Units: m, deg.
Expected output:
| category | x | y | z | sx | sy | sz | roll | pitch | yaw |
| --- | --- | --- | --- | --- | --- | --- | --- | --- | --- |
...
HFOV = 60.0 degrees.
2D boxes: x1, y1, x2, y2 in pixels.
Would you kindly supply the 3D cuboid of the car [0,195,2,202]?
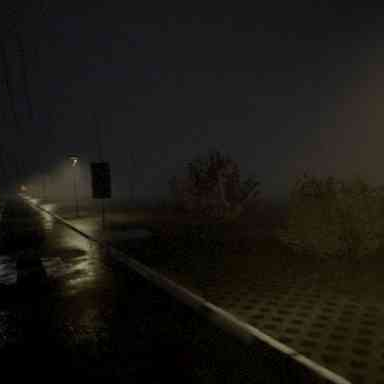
| category | x | y | z | sx | sy | sz | roll | pitch | yaw |
| --- | --- | --- | --- | --- | --- | --- | --- | --- | --- |
| car | -33.326 | 0.944 | 56.388 | 2.033 | 1.411 | 5.357 | -4 | 3 | -29 |
